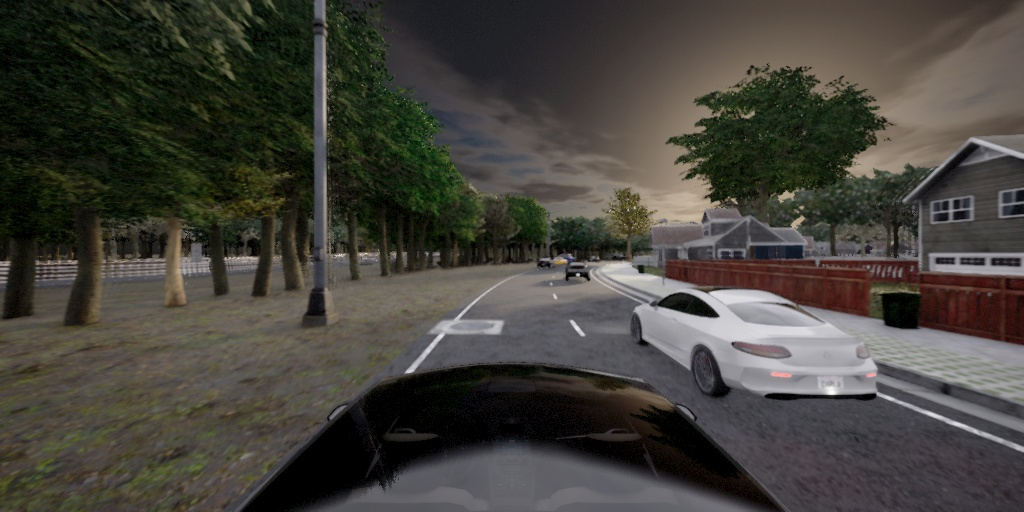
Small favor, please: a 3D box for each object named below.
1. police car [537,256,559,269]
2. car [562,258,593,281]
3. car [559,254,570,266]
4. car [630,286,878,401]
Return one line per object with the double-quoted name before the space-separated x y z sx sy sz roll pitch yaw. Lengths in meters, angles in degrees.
"police car" 4.810 0.895 49.989 1.930 1.638 5.238 0 0 16
"car" 5.181 1.124 28.795 1.837 1.490 4.892 0 0 8
"car" 7.849 0.845 59.552 1.801 1.575 5.366 0 0 19
"car" 3.616 1.254 6.358 1.812 1.442 4.674 0 0 0
